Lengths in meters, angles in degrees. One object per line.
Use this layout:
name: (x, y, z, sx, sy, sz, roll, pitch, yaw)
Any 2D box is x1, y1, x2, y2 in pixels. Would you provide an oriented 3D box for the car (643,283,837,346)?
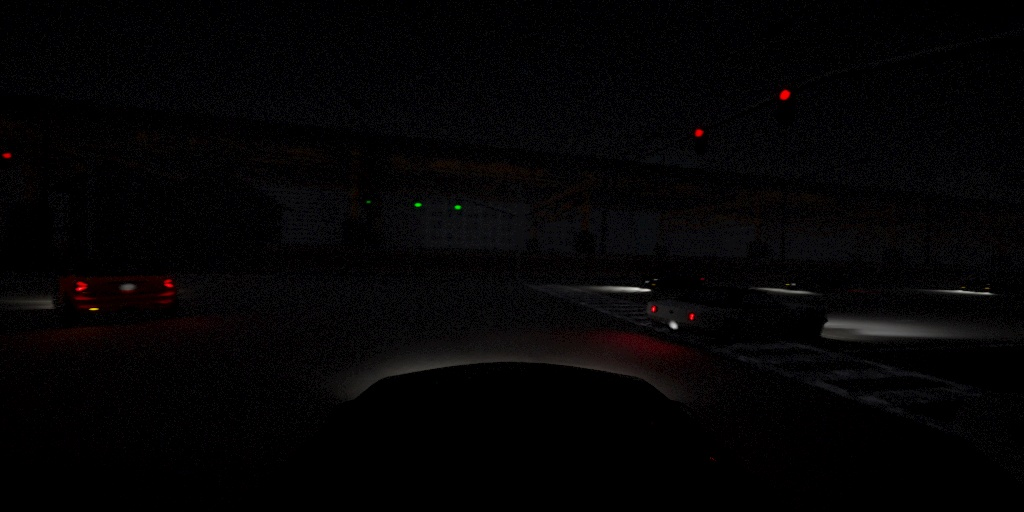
car: (6.225, 1.538, 9.853, 4.718, 1.301, 1.895, 2, 0, -19)

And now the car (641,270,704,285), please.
car: (11.341, 1.667, 25.354, 4.181, 1.385, 1.994, 2, 0, -12)

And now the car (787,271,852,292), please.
car: (24.072, 1.967, 28.145, 4.892, 1.490, 1.837, 1, 0, -12)

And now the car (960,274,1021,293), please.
car: (43.014, 2.569, 32.208, 4.181, 1.385, 1.994, 2, 0, -12)

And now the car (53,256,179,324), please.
car: (-11.742, 0.785, 10.640, 4.553, 1.767, 2.097, 2, 0, 36)
